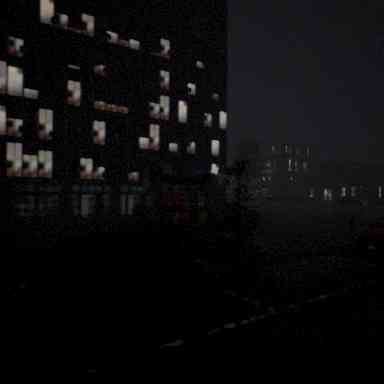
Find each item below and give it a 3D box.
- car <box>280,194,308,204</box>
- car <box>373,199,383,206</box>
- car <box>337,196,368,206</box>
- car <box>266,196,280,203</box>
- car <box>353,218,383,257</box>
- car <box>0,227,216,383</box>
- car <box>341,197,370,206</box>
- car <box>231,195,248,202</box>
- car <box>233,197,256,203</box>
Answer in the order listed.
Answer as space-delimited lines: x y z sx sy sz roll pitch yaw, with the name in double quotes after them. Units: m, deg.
21.048 1.406 67.281 2.192 1.841 5.009 0 -1 -35 "car"
31.169 1.574 52.742 1.947 1.339 4.313 0 -1 -35 "car"
23.465 1.355 48.695 1.967 1.590 4.097 0 -1 -35 "car"
17.860 1.557 71.825 1.967 1.590 4.097 0 -1 -35 "car"
7.530 1.513 11.874 4.507 1.381 1.887 0 1 -35 "car"
-1.663 1.437 5.318 4.097 1.590 1.967 0 1 -35 "car"
28.049 1.615 57.247 1.802 1.307 4.206 0 -1 -35 "car"
11.498 1.610 80.922 1.967 1.590 4.097 0 -1 -35 "car"
11.610 1.506 70.773 1.812 1.442 4.674 1 -1 -35 "car"
